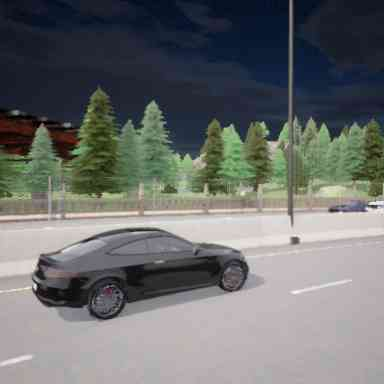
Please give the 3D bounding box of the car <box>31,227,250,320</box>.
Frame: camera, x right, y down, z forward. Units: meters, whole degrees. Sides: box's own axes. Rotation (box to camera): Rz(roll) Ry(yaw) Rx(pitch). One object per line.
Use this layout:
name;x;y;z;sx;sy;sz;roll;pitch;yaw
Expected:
car;-0.869;1.495;7.181;4.674;1.442;1.812;0;0;-34
